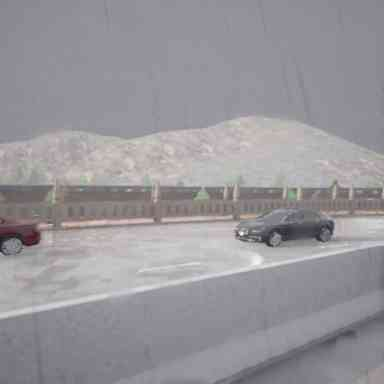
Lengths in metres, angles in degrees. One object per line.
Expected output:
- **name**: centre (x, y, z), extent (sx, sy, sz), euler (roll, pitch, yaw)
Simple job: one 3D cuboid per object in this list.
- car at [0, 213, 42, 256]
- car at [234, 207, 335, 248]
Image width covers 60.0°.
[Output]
- **car**: centre (-7.788, 1.395, 11.174), extent (5.008, 1.535, 1.882), euler (0, 0, -35)
- **car**: centre (4.130, 1.456, 14.581), extent (4.892, 1.490, 1.837), euler (0, 0, -29)
